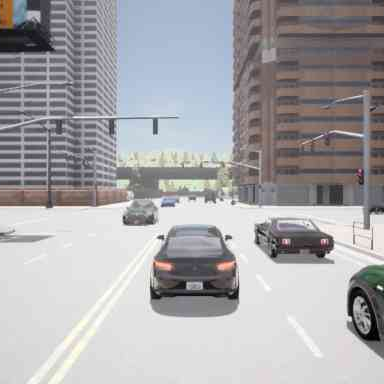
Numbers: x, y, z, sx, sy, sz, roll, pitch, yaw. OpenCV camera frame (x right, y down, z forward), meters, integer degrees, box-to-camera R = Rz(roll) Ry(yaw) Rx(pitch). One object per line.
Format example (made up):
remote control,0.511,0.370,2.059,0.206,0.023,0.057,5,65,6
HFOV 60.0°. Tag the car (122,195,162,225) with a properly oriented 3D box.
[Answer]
car,-3.586,1.352,23.802,2.097,1.767,4.553,0,0,0

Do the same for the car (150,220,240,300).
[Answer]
car,0.066,1.526,8.294,1.812,1.442,4.674,0,0,0

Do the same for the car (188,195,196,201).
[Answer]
car,0.045,1.425,77.336,1.837,1.490,4.892,0,0,0

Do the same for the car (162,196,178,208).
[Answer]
car,-3.476,1.477,49.020,1.882,1.535,5.008,0,0,-2

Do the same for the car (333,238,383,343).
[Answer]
car,3.602,1.352,3.660,2.097,1.767,4.553,0,0,0

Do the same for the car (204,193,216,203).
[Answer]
car,3.640,1.220,67.865,2.150,2.045,5.566,0,0,0

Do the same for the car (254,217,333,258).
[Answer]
car,3.610,1.601,12.745,1.895,1.301,4.718,0,0,1

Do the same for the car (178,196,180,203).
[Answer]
car,-3.468,1.492,68.554,2.128,1.511,4.902,0,0,0

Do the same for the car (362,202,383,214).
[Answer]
car,19.977,1.601,33.760,4.718,1.301,1.895,0,0,1
